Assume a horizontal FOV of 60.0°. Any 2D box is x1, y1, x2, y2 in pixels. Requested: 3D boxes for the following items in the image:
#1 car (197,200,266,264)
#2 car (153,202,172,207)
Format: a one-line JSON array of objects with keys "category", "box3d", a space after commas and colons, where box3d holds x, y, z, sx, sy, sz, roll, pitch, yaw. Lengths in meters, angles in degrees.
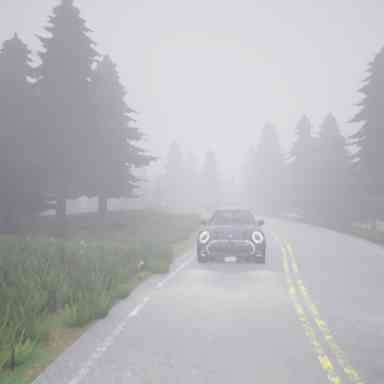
[{"category": "car", "box3d": [1.441, 1.342, 11.783, 2.097, 1.767, 4.553, -1, 0, 9]}, {"category": "car", "box3d": [-4.552, 2.007, 43.837, 4.674, 1.442, 1.812, -6, -7, 45]}]
